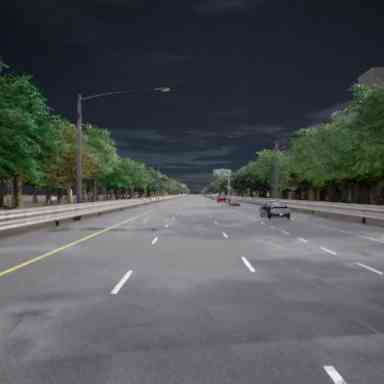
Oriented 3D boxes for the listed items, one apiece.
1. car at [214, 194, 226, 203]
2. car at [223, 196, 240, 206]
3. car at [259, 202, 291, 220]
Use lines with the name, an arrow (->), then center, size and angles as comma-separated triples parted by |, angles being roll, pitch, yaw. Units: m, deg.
car -> 7.366, 1.578, 83.232 | 2.150, 2.045, 5.566 | 0, 0, 1
car -> 7.176, 1.776, 58.183 | 2.033, 1.411, 5.357 | 0, 0, 0
car -> 7.040, 1.581, 28.618 | 2.128, 1.511, 4.902 | 0, 0, 0
